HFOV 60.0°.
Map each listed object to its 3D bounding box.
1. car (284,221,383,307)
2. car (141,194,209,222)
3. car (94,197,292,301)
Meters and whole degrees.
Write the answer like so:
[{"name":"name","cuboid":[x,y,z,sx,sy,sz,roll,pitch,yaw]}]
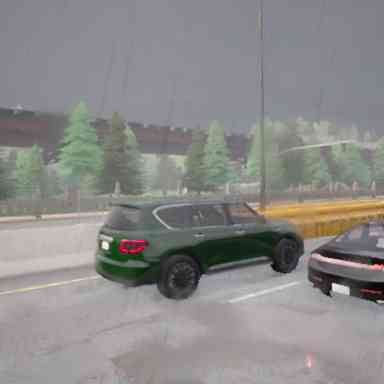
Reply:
[{"name":"car","cuboid":[4.432,1.344,6.914,4.902,1.511,2.128,-1,1,-35]},{"name":"car","cuboid":[-1.211,1.102,24.514,4.553,1.767,2.097,-1,1,-36]},{"name":"car","cuboid":[0.417,1.123,8.346,5.566,2.045,2.150,-2,1,-36]}]
